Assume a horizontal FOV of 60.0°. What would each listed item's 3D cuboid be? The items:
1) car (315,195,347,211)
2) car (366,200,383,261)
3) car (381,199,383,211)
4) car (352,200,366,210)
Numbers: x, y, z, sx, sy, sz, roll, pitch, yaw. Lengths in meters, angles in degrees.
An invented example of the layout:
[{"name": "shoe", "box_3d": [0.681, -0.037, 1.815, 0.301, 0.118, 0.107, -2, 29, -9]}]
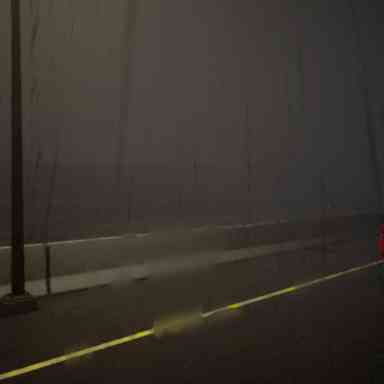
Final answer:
[{"name": "car", "box_3d": [19.232, 1.488, 45.821, 5.566, 2.045, 2.150, 0, -1, -39]}, {"name": "car", "box_3d": [7.596, 1.231, 9.745, 5.566, 2.045, 2.150, 0, -1, -38]}, {"name": "car", "box_3d": [26.131, 1.602, 42.505, 5.008, 1.535, 1.882, 0, -1, -41]}, {"name": "car", "box_3d": [23.596, 1.738, 44.904, 5.357, 1.411, 2.033, 0, -1, -40]}]
